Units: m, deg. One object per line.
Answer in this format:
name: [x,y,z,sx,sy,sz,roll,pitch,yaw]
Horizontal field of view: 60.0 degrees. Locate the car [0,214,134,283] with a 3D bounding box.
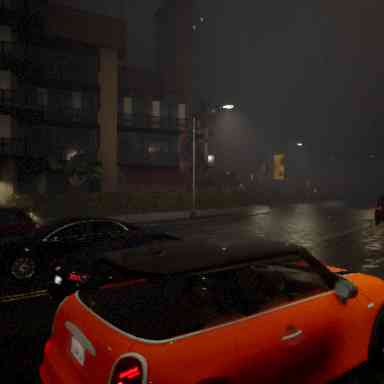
car: [-3.538,1.496,9.815,4.892,1.490,1.837,0,1,-38]

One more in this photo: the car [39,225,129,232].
car: [-0.847,1.558,7.247,4.181,1.385,1.994,0,0,-38]

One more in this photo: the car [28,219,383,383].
car: [0.721,1.351,4.096,4.553,1.767,2.097,0,0,-37]

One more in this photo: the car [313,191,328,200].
car: [34.339,1.210,86.109,2.185,1.767,4.553,0,0,-24]

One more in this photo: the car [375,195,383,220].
car: [14.315,1.212,23.439,2.150,2.045,5.566,0,0,35]

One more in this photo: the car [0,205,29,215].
car: [-7.536,1.340,11.191,4.553,1.767,2.097,0,0,-37]
